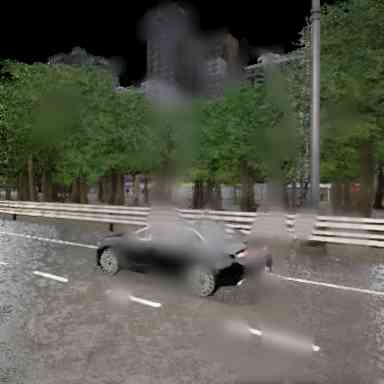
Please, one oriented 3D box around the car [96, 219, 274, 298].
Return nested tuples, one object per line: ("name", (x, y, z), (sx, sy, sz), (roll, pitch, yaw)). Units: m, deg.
("car", (-0.413, 1.452, 8.464), (4.902, 1.511, 2.128), (1, 0, 36))
